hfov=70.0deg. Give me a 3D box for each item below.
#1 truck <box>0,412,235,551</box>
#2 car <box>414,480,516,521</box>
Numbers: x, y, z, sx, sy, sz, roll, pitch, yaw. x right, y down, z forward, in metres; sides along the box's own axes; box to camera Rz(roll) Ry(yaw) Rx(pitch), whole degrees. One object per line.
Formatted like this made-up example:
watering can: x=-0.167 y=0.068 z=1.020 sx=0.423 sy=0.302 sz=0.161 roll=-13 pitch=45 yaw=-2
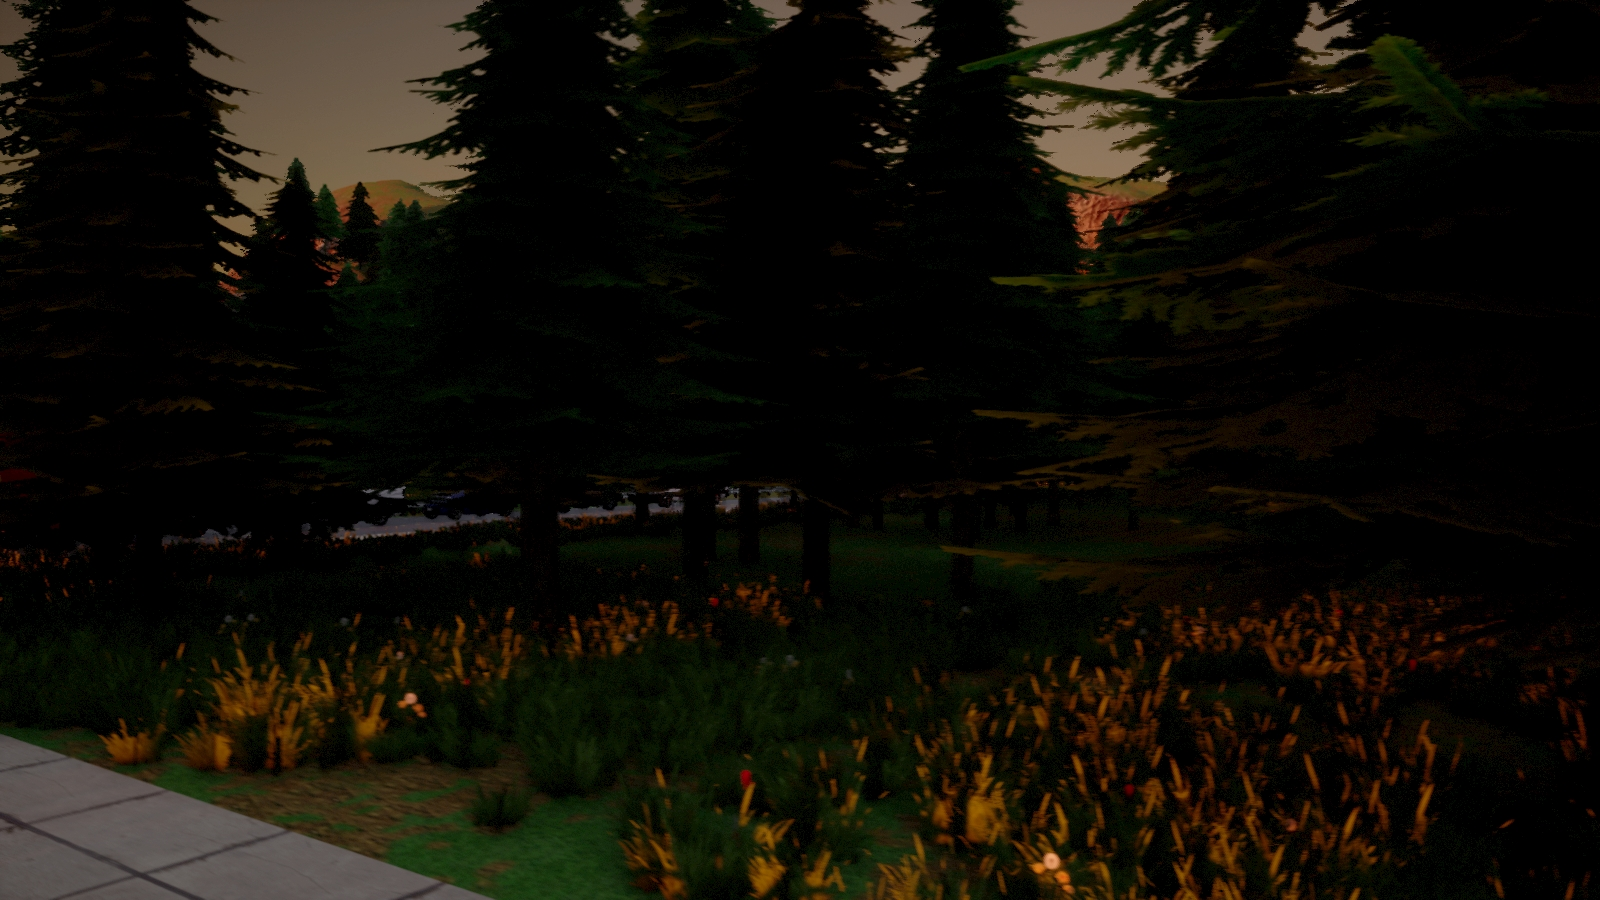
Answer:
truck: x=-21.783 y=0.863 z=34.128 sx=2.891 sy=3.827 sz=8.468 roll=0 pitch=0 yaw=34
car: x=-13.543 y=2.010 z=46.387 sx=1.845 sy=1.501 sz=3.633 roll=0 pitch=0 yaw=34
